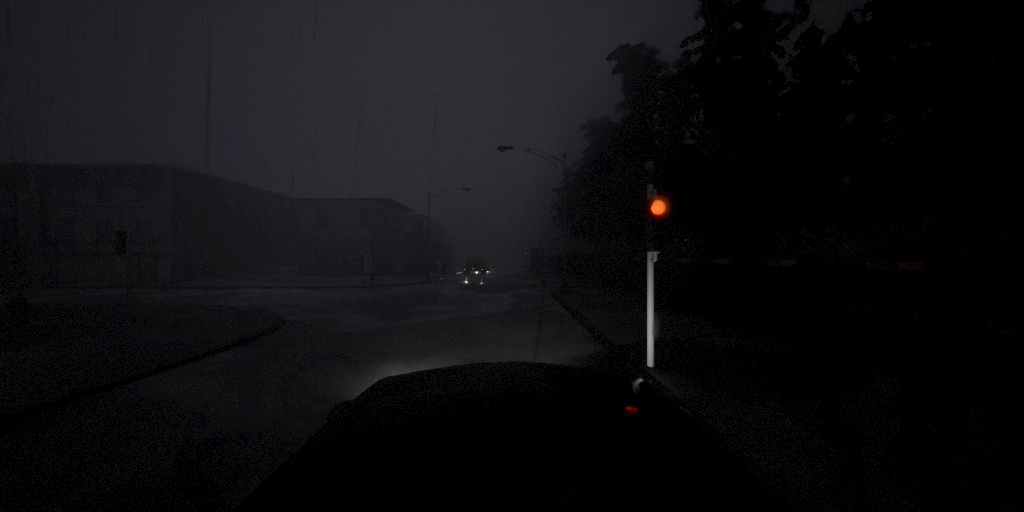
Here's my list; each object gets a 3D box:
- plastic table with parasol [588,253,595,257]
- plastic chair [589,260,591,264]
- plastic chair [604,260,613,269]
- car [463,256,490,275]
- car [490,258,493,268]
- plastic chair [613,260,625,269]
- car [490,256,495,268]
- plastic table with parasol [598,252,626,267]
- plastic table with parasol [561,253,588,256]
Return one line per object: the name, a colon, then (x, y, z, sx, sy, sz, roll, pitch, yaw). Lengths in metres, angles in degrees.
plastic table with parasol: (14.722, 0.673, 63.297, 2.482, 2.480, 2.482, 0, 0, -42)
plastic chair: (13.769, 1.304, 62.410, 0.730, 1.272, 0.750, 0, 0, -35)
plastic chair: (14.363, 1.306, 54.181, 0.730, 1.272, 0.750, 0, 0, -35)
car: (-4.067, 0.971, 40.143, 2.150, 2.045, 5.566, 0, 0, 0)
car: (-4.053, 1.351, 50.320, 1.895, 1.301, 4.718, 0, 0, 0)
plastic chair: (16.069, 1.296, 54.083, 0.750, 1.272, 0.730, 0, 0, -40)
car: (-4.023, 0.971, 60.513, 2.150, 2.045, 5.566, 0, 0, 1)
plastic table with parasol: (15.337, 0.694, 55.082, 2.482, 2.480, 2.482, 0, 0, -40)
plastic table with parasol: (10.020, 0.684, 57.826, 2.482, 2.480, 2.482, 0, 0, -40)
